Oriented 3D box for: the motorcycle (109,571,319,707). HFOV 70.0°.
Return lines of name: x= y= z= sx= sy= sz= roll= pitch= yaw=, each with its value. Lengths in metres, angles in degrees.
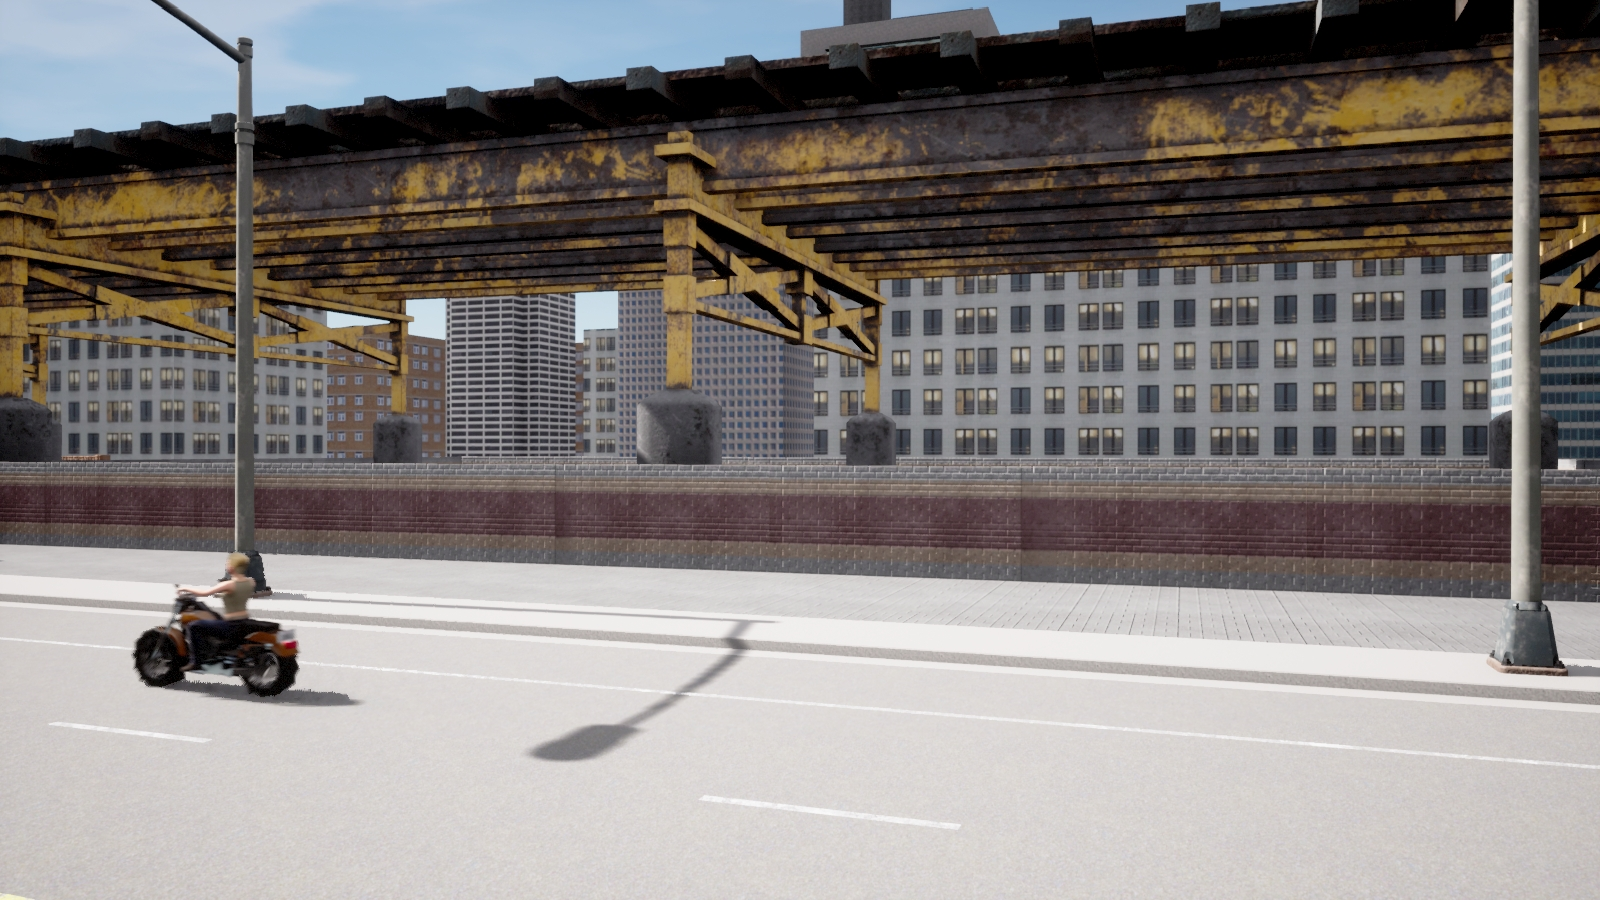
motorcycle: x=-6.796 y=2.142 z=13.233 sx=2.356 sy=1.332 sz=0.764 roll=0 pitch=0 yaw=20
